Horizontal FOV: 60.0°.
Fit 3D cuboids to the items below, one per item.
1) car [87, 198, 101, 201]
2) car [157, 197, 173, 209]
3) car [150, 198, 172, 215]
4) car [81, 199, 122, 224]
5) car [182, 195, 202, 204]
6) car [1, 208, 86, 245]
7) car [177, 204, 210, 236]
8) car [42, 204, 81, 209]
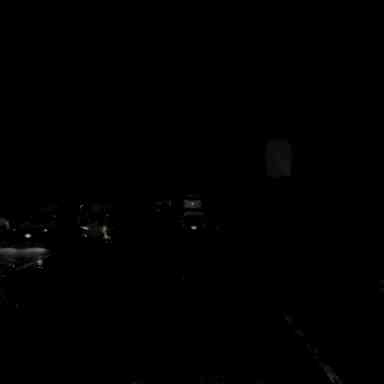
[{"bbox_3d":[-10.517,1.488,35.844,2.097,1.767,4.553,0,0,0],"label":"car"},{"bbox_3d":[-3.982,1.560,47.936,2.033,1.411,5.357,0,1,-8],"label":"car"},{"bbox_3d":[-3.444,1.662,35.902,1.812,1.442,4.674,0,0,-1],"label":"car"},{"bbox_3d":[-7.004,1.648,26.759,1.882,1.535,5.008,0,0,0],"label":"car"},{"bbox_3d":[-0.007,1.328,39.673,2.150,2.045,5.566,0,1,-2],"label":"car"},{"bbox_3d":[-7.028,1.705,16.293,1.994,1.385,4.181,0,0,1],"label":"car"},{"bbox_3d":[0.098,1.685,19.584,1.812,1.442,4.674,0,0,0],"label":"car"},{"bbox_3d":[-10.503,1.649,25.652,1.882,1.535,5.008,0,0,0],"label":"car"}]
